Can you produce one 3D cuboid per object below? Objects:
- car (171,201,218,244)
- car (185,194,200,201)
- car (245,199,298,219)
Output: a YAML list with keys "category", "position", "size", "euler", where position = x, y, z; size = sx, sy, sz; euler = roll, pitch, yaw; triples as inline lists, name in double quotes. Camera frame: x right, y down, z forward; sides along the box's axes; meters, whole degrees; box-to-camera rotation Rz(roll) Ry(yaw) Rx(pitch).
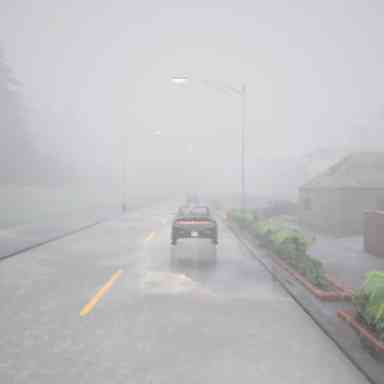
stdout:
- category: "car"
  position: [0.100, 1.354, 14.905]
  size: [2.128, 1.511, 4.902]
  euler: [0, 0, 0]
- category: "car"
  position: [0.111, 1.060, 48.744]
  size: [1.837, 1.490, 4.892]
  euler: [0, 0, 0]
- category: "car"
  position: [6.314, 1.223, 25.507]
  size: [5.357, 1.415, 2.033]
  euler: [0, 1, -40]
